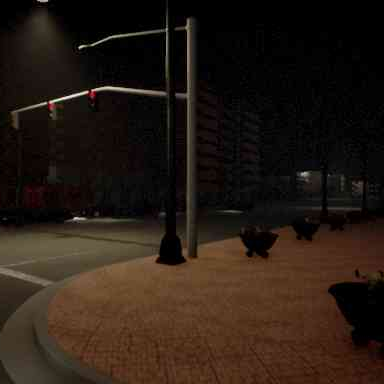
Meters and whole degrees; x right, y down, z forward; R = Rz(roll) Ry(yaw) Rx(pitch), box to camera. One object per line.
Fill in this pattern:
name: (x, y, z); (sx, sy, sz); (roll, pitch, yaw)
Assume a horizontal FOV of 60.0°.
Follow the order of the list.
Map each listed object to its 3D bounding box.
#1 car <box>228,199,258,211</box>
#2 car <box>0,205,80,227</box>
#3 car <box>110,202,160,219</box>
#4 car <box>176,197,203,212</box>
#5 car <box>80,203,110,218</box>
car: (7.530, 2.110, 50.492); (2.033, 1.411, 5.357); (0, -1, 35)
car: (-11.189, 1.662, 23.972); (2.033, 1.411, 5.357); (0, -1, 35)
car: (-5.186, 1.718, 32.512); (1.882, 1.535, 5.008); (0, -1, 35)
car: (-0.636, 1.651, 45.066); (2.150, 2.045, 5.566); (0, -1, 35)
car: (-9.079, 1.780, 33.064); (1.994, 1.385, 4.181); (0, -1, 35)
